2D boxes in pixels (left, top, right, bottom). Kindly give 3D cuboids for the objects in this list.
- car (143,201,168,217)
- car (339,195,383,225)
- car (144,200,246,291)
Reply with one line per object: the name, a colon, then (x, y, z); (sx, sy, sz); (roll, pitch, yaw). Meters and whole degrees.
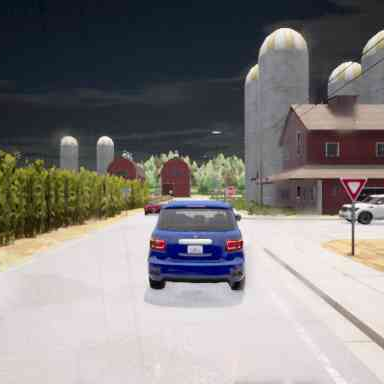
car: (-3.506, 1.600, 32.408); (1.895, 1.301, 4.718); (0, 0, 0)
car: (13.312, 1.194, 23.262); (5.566, 2.045, 2.150); (0, 0, -1)
car: (0.217, 1.221, 9.220); (2.150, 2.045, 5.566); (0, 0, 3)
